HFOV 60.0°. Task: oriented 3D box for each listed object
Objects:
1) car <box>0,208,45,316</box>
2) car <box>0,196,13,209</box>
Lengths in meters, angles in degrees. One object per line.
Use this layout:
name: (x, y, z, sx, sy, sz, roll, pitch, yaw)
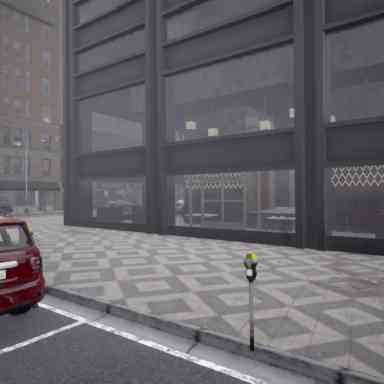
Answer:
car: (-4.811, 1.317, 6.282, 5.009, 1.841, 2.192, 0, -1, 35)
car: (-19.212, 1.372, 29.980, 2.150, 2.045, 5.566, -1, -1, 36)
